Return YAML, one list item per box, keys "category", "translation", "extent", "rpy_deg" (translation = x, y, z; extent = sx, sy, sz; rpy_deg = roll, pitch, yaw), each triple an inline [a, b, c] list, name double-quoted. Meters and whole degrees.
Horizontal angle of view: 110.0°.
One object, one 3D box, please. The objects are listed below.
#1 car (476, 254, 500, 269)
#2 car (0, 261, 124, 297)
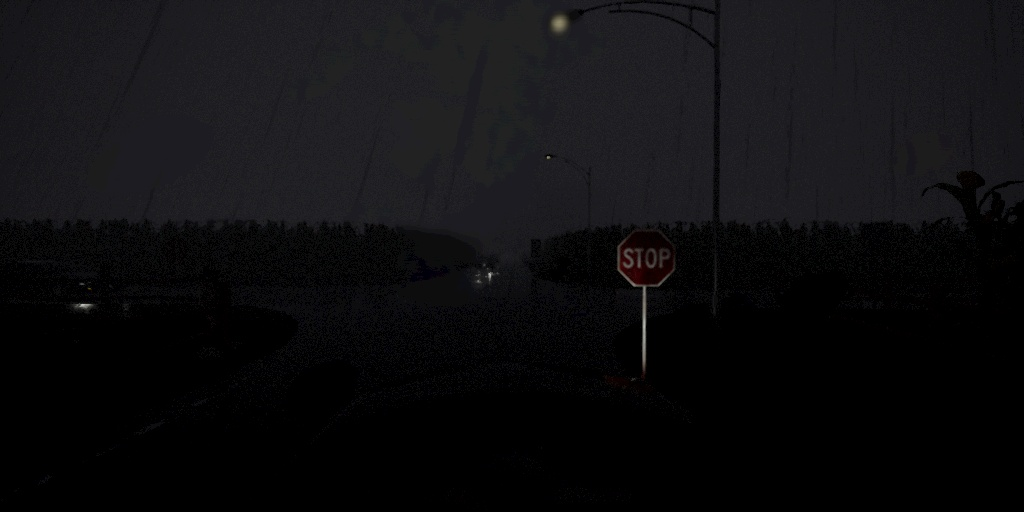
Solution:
- category: "car"
  translation: [-2.813, 0.628, 39.193]
  extent: [2.128, 1.511, 4.902]
  rpy_deg: [0, 1, 0]
- category: "car"
  translation: [-19.024, 0.965, 14.801]
  extent: [4.892, 1.490, 1.837]
  rpy_deg: [1, 0, 1]
